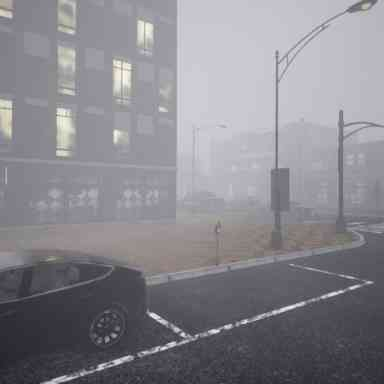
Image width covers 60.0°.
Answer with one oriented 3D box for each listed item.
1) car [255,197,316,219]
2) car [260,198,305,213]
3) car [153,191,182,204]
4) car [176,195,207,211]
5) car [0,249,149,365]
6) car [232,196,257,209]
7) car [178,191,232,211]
[{"bbox_3d":[7.610,1.318,26.705,1.812,1.442,4.674,0,1,-36],"label":"car"},{"bbox_3d":[9.263,1.340,34.237,1.802,1.307,4.206,1,0,-36],"label":"car"},{"bbox_3d":[-3.886,0.793,52.100,2.192,1.841,5.009,1,0,-36],"label":"car"},{"bbox_3d":[-0.775,1.230,33.734,1.802,1.307,4.206,1,0,-36],"label":"car"},{"bbox_3d":[-2.690,1.566,4.635,4.313,1.339,1.947,0,0,-36],"label":"car"},{"bbox_3d":[5.976,1.129,38.704,1.967,1.590,4.097,1,0,-36],"label":"car"},{"bbox_3d":[1.254,0.881,35.338,2.150,2.045,5.566,0,1,-37],"label":"car"}]
